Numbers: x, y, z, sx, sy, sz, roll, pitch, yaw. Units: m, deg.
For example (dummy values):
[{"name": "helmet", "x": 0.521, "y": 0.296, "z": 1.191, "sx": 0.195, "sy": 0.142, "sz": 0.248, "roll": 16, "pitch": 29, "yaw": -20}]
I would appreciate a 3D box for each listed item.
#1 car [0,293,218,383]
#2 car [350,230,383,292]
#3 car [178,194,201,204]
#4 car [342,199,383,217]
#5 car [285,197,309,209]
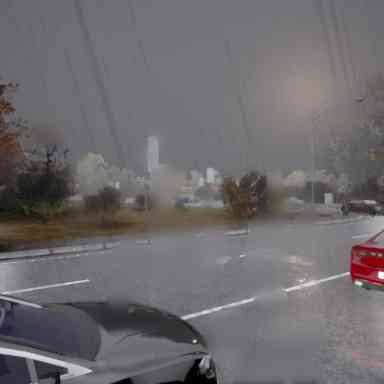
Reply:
[{"name": "car", "x": -1.990, "y": 1.492, "z": 2.310, "sx": 4.902, "sy": 1.511, "sz": 2.128, "roll": 0, "pitch": 0, "yaw": -35}, {"name": "car", "x": 5.726, "y": 1.445, "z": 7.825, "sx": 5.008, "sy": 1.535, "sz": 1.882, "roll": 0, "pitch": 0, "yaw": -35}, {"name": "car", "x": -0.533, "y": 1.117, "z": 57.193, "sx": 2.097, "sy": 1.767, "sz": 4.553, "roll": -1, "pitch": 0, "yaw": -38}, {"name": "car", "x": 15.397, "y": 1.318, "z": 29.499, "sx": 1.812, "sy": 1.442, "sz": 4.674, "roll": 0, "pitch": 0, "yaw": -18}, {"name": "car", "x": 12.143, "y": 1.281, "z": 41.381, "sx": 1.812, "sy": 1.442, "sz": 4.674, "roll": -1, "pitch": 0, "yaw": -39}]
